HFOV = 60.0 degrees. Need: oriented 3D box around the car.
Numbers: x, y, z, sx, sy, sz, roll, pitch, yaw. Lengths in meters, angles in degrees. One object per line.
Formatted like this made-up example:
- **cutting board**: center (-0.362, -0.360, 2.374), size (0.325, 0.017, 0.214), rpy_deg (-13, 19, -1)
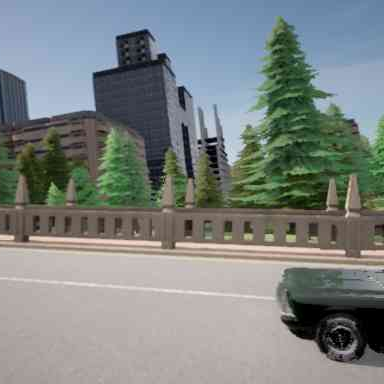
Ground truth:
- **car**: center (3.661, 1.613, 4.905), size (4.718, 1.301, 1.895), rpy_deg (0, 0, 13)
